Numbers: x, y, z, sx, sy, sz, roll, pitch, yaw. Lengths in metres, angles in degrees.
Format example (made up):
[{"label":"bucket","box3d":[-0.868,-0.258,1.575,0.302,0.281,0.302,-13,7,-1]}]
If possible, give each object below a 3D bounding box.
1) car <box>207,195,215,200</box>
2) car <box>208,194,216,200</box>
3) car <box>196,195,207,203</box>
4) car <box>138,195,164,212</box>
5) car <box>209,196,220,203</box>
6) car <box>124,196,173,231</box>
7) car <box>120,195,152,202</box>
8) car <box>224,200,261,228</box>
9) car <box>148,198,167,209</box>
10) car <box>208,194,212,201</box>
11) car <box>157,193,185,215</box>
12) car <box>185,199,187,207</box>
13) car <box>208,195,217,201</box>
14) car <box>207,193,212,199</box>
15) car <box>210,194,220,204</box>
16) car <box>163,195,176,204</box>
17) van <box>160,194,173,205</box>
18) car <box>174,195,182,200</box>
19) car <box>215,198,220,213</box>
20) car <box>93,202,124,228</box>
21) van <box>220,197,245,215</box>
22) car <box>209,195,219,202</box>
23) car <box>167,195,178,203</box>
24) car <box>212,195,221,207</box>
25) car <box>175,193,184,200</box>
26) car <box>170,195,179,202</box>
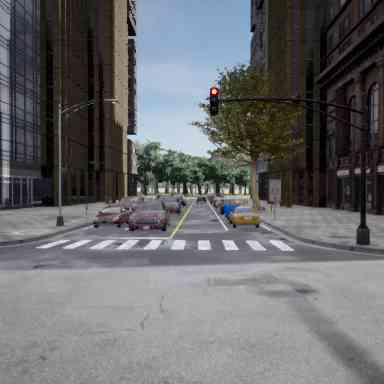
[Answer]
[{"label":"car","box3d":[5.147,1.379,89.849,1.947,1.339,4.313,0,0,2]},{"label":"car","box3d":[5.002,1.355,84.342,1.752,1.417,4.829,0,0,2]},{"label":"car","box3d":[1.864,1.389,65.866,1.837,1.490,4.892,0,0,2]},{"label":"car","box3d":[-4.713,1.268,38.970,2.192,1.841,5.009,-1,0,2]},{"label":"car","box3d":[4.553,1.431,67.141,2.008,1.369,4.403,-1,0,2]},{"label":"car","box3d":[-2.473,1.337,20.195,2.097,1.767,4.553,0,0,0]},{"label":"car","box3d":[-5.010,1.290,27.614,2.192,1.841,5.009,-1,0,2]},{"label":"car","box3d":[3.371,1.508,21.892,1.752,1.417,4.829,-1,0,2]},{"label":"car","box3d":[-4.562,1.491,44.648,2.008,1.369,4.403,-1,0,2]},{"label":"car","box3d":[4.257,1.462,55.786,2.008,1.369,4.403,-1,0,2]},{"label":"car","box3d":[-2.176,1.316,33.616,2.097,1.767,4.553,0,0,2]},{"label":"car","box3d":[-1.725,1.529,49.512,1.895,1.301,4.718,0,0,2]},{"label":"car","box3d":[4.850,1.429,78.495,1.802,1.307,4.206,0,0,2]},{"label":"car","box3d":[4.403,1.211,61.463,2.192,1.841,5.009,-1,0,2]},{"label":"car","box3d":[4.109,1.471,50.109,1.887,1.381,4.507,-1,0,2]},{"label":"car","box3d":[-4.118,1.336,61.680,1.967,1.590,4.097,0,0,2]},{"label":"van","box3d":[-4.267,1.252,56.003,1.690,1.788,3.998,0,0,2]},{"label":"car","box3d":[-3.524,1.375,84.391,1.887,1.381,4.507,0,0,2]},{"label":"car","box3d":[3.664,1.531,33.077,1.947,1.339,4.313,-1,0,2]},{"label":"car","box3d":[-5.155,1.565,21.936,1.802,1.307,4.206,-1,0,2]},{"label":"van","box3d":[3.513,1.316,27.400,1.690,1.788,3.998,-1,0,2]},{"label":"car","box3d":[4.702,1.415,72.817,2.008,1.369,4.403,0,0,2]},{"label":"car","box3d":[-3.969,1.425,67.358,1.887,1.381,4.507,0,0,2]},{"label":"car","box3d":[3.965,1.465,44.602,1.752,1.417,4.829,-1,0,2]},{"label":"car","box3d":[-3.378,1.128,90.068,2.192,1.841,5.009,0,0,2]},{"label":"car","box3d":[-3.820,1.446,73.036,1.802,1.307,4.206,0,0,2]}]
